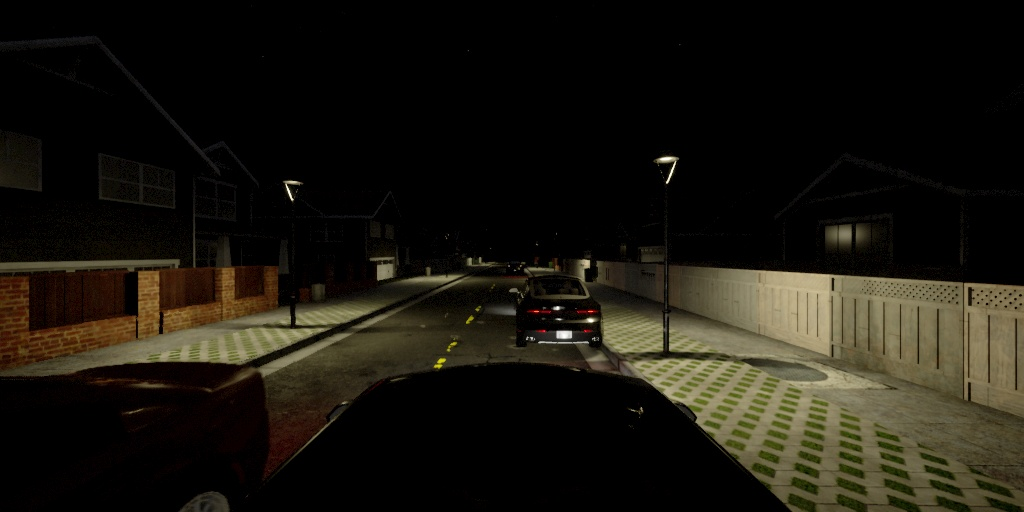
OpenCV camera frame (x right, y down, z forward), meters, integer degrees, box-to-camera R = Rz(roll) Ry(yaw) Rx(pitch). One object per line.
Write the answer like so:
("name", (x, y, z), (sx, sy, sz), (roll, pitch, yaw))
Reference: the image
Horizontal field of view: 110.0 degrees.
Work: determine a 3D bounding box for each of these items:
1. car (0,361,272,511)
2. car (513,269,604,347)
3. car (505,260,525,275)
("car", (-2.753, 1.228, 0.593), (1.882, 1.535, 5.008), (0, 0, 0))
("car", (1.015, 1.251, 9.253), (1.837, 1.490, 4.892), (0, 0, 0))
("car", (0.332, 1.198, 37.562), (2.128, 1.511, 4.902), (0, 0, 1))
